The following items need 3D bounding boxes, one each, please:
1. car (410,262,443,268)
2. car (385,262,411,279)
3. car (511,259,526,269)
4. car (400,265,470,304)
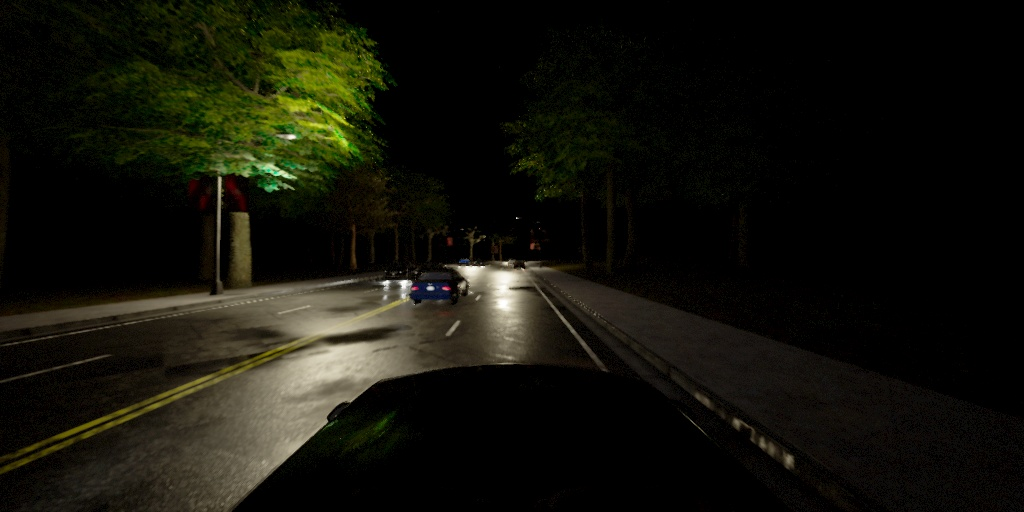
[{"bbox_3d":[-6.600,1.268,29.560,1.837,1.490,4.892,0,0,0],"label":"car"},{"bbox_3d":[-9.848,1.270,32.185,1.837,1.490,4.892,0,0,0],"label":"car"},{"bbox_3d":[1.129,1.310,55.740,1.812,1.442,4.674,0,0,0],"label":"car"},{"bbox_3d":[-3.152,1.305,16.338,2.033,1.411,5.357,0,0,0],"label":"car"}]
